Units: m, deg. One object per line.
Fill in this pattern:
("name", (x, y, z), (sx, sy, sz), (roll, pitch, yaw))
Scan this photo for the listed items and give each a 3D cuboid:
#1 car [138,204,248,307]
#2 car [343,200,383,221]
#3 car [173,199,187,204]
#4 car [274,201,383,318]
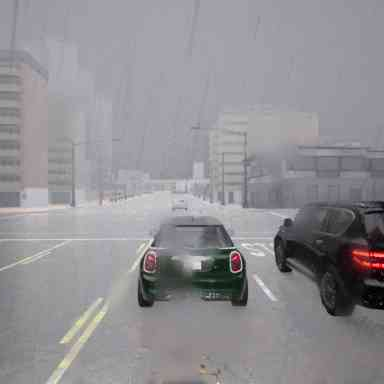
("car", (-0.004, 1.352, 8.159), (2.097, 1.767, 4.553), (0, 0, -1))
("car", (13.885, 1.368, 24.925), (4.181, 1.385, 1.994), (-1, 0, -3))
("car", (-1.575, 1.633, 43.004), (1.812, 1.442, 4.674), (0, -1, -3))
("car", (3.518, 1.217, 7.552), (2.150, 2.045, 5.566), (0, -1, 0))
